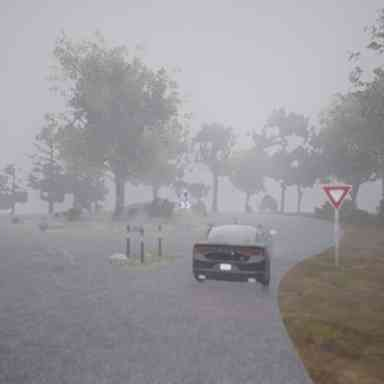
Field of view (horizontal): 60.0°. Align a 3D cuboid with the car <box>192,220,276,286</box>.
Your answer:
[{"bbox_3d":[1.427,1.576,9.940,1.882,1.535,5.008,0,-1,16],"label":"car"}]

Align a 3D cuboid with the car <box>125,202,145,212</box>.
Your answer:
[{"bbox_3d":[-7.057,1.983,44.564,5.357,1.411,2.033,0,-1,-6],"label":"car"}]
